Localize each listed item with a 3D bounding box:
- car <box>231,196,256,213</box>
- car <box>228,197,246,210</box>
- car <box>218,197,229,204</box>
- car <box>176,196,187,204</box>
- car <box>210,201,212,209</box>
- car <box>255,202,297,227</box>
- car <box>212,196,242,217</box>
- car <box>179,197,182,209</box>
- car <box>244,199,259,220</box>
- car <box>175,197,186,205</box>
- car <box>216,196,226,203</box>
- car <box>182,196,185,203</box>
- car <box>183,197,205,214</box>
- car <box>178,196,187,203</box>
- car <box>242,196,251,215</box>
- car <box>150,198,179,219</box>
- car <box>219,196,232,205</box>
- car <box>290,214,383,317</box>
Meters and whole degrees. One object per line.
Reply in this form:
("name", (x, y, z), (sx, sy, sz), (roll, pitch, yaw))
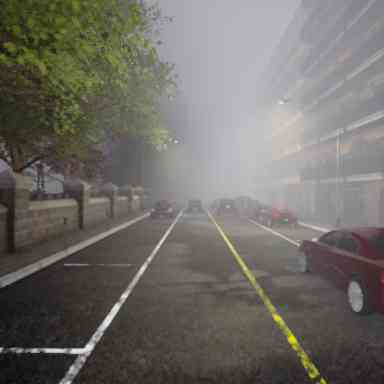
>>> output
("car", (6.063, 1.400, 39.824), (2.192, 1.841, 5.009), (0, 0, 1))
("car", (6.117, 1.533, 45.455), (1.967, 1.590, 4.097), (0, 0, 1))
("car", (6.337, 1.699, 67.975), (1.947, 1.339, 4.313), (0, 0, 1))
("car", (-2.043, 1.624, 68.056), (2.008, 1.369, 4.403), (0, 0, 1))
("car", (3.422, 1.635, 43.317), (1.994, 1.385, 4.181), (0, 0, 1))
("car", (5.897, 1.606, 22.935), (1.887, 1.381, 4.507), (0, 0, 1))
("car", (3.361, 1.410, 32.669), (2.097, 1.767, 4.553), (0, 0, 1))
("car", (-2.373, 1.457, 34.275), (1.967, 1.590, 4.097), (0, 0, 1))
("car", (5.952, 1.614, 28.565), (1.887, 1.381, 4.507), (0, 0, 1))
("car", (-2.099, 1.587, 62.256), (1.752, 1.417, 4.829), (0, 0, 1))
("car", (6.393, 1.671, 73.776), (1.752, 1.417, 4.829), (0, 0, 1))
("car", (-2.263, 1.584, 45.536), (2.008, 1.369, 4.403), (0, 0, 1))
("car", (0.335, 1.543, 35.987), (1.837, 1.490, 4.892), (0, 0, 1))
("car", (-1.990, 1.611, 73.516), (1.752, 1.417, 4.829), (0, 0, 1))
("car", (6.008, 1.517, 34.194), (1.967, 1.590, 4.097), (0, 0, 1))
("car", (-2.428, 1.449, 28.647), (1.967, 1.590, 4.097), (0, 0, 1))
("car", (6.282, 1.562, 62.344), (1.967, 1.590, 4.097), (0, 0, 1))
("car", (3.958, 1.511, 7.563), (1.882, 1.535, 5.008), (0, 0, 1))
